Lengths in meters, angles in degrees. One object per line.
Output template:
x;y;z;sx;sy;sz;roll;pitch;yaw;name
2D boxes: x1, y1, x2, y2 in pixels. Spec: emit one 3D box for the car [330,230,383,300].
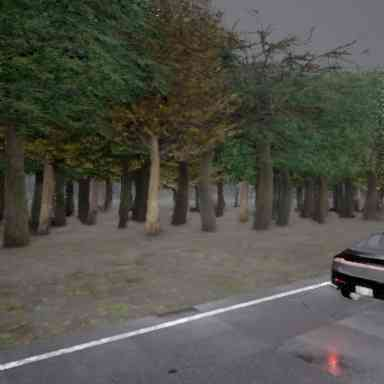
5.038;1.572;7.322;4.902;1.511;2.128;1;0;-35;car
